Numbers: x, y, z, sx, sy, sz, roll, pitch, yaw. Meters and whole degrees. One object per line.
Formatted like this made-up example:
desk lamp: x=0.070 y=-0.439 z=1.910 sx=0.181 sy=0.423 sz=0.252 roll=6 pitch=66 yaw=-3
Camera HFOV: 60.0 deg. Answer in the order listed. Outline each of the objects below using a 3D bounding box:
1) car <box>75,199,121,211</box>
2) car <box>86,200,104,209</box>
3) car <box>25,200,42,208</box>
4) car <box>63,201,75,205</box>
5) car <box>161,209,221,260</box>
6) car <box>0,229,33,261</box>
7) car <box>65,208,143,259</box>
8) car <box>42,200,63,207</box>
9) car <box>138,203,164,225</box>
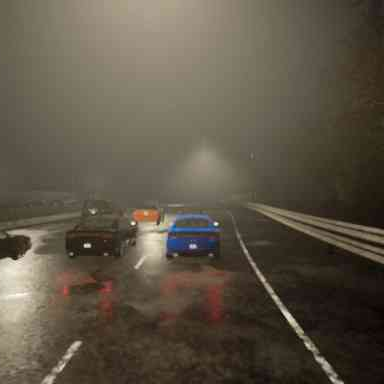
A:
car: x=-6.958 y=1.559 z=26.218 sx=2.150 sy=2.045 sz=5.566 roll=0 pitch=-1 yaw=1
car: x=-17.515 y=2.303 z=60.131 sx=1.837 sy=1.490 sz=4.892 roll=0 pitch=-1 yaw=1
car: x=-28.006 y=2.291 z=59.442 sx=1.837 sy=1.490 sz=4.892 roll=0 pitch=-1 yaw=1
car: x=-21.004 y=2.397 z=59.956 sx=1.895 sy=1.301 sz=4.718 roll=0 pitch=-1 yaw=1
car: x=0.056 y=1.646 z=13.220 sx=1.882 sy=1.535 sz=5.008 roll=0 pitch=-1 yaw=0
car: x=-6.969 y=1.676 z=10.148 sx=2.033 sy=1.411 sz=5.357 roll=0 pitch=-1 yaw=0
car: x=-3.443 y=1.649 z=13.477 sx=1.882 sy=1.535 sz=5.008 roll=0 pitch=0 yaw=0
car: x=-24.509 y=2.149 z=59.972 sx=2.097 sy=1.767 sz=4.553 roll=0 pitch=-1 yaw=1
car: x=-3.449 y=1.700 z=27.191 sx=2.097 sy=1.767 sz=4.553 roll=0 pitch=-1 yaw=0
